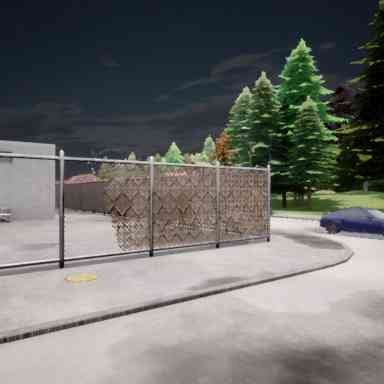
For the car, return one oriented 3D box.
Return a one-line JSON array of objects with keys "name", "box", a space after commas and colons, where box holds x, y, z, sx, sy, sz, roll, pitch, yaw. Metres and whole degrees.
[{"name": "car", "box": [8.823, 1.526, 16.917, 1.812, 1.442, 4.674, 0, 0, -38]}]
